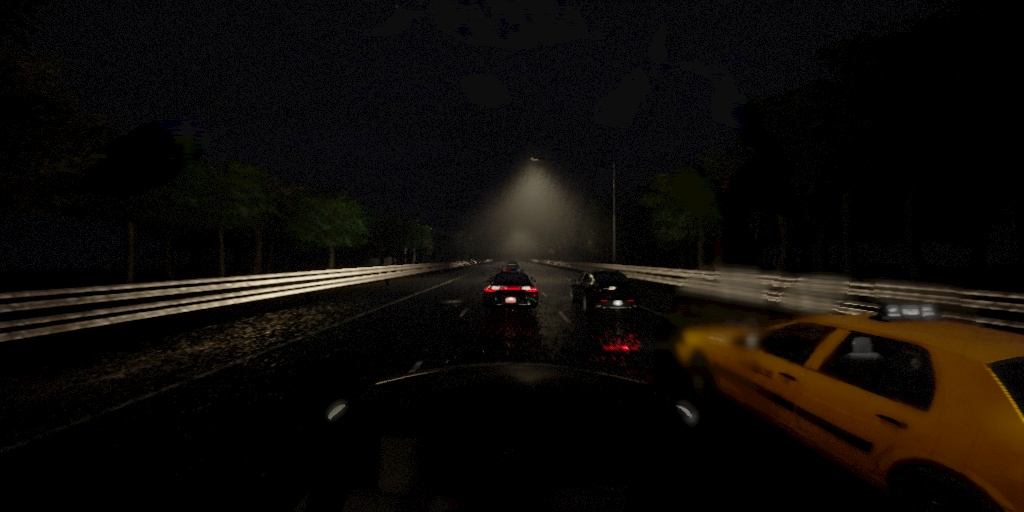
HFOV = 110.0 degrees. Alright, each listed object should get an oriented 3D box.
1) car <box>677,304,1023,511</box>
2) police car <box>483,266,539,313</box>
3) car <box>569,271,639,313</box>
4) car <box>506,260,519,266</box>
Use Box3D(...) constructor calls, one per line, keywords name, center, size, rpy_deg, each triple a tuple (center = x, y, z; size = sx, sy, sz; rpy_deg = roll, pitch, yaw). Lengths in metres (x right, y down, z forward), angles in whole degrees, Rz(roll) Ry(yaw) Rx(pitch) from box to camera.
Box3D(name="car", center=(3.501, 1.215, 3.472), size=(1.801, 1.575, 5.366), rpy_deg=(0, 0, 0))
Box3D(name="police car", center=(-0.029, 1.315, 14.394), size=(2.038, 1.542, 4.974), rpy_deg=(0, -1, 0))
Box3D(name="car", center=(3.502, 1.315, 14.282), size=(1.837, 1.490, 4.892), rpy_deg=(0, 0, 0))
Box3D(name="car", center=(0.103, 1.507, 56.263), size=(2.128, 1.511, 4.902), rpy_deg=(0, 0, 0))
